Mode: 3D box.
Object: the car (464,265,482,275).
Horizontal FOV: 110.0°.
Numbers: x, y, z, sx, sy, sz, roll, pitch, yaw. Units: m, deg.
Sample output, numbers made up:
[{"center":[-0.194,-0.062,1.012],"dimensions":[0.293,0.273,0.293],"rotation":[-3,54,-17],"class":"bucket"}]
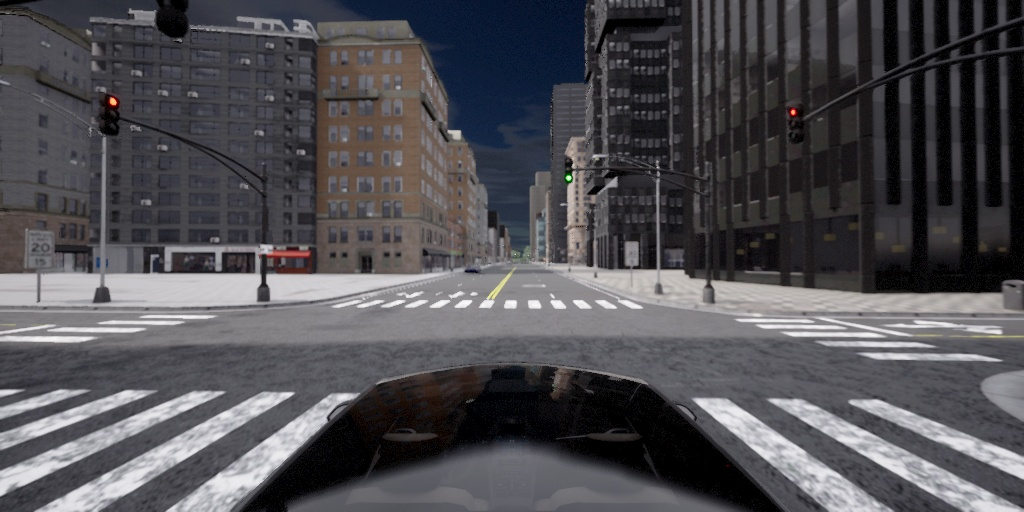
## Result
[{"center":[-5.164,1.827,47.510],"dimensions":[1.895,1.301,4.718],"rotation":[0,0,2],"class":"car"}]
